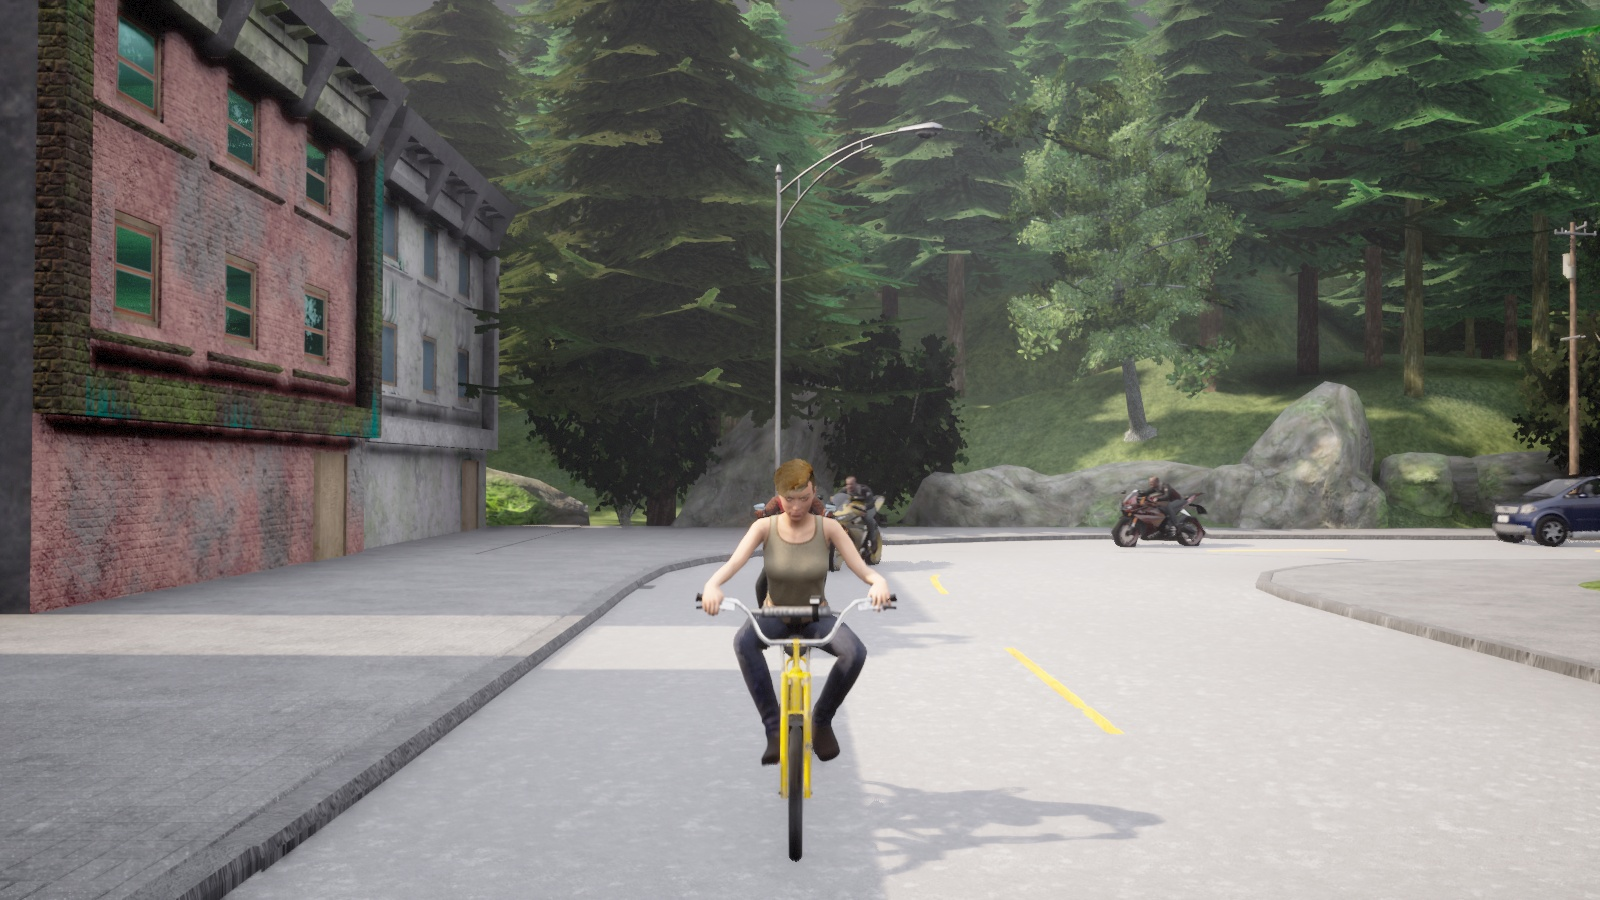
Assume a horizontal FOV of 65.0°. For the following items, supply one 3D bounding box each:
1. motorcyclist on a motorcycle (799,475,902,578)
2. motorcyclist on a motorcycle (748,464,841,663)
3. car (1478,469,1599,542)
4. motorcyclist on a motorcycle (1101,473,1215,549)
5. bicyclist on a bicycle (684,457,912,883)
[{"bbox_3d":[0.851,1.186,20.191,0.866,1.530,2.191,0,0,25],"label":"motorcyclist on a motorcycle"},{"bbox_3d":[-0.040,0.959,11.615,0.766,1.649,2.350,0,-1,0],"label":"motorcyclist on a motorcycle"},{"bbox_3d":[17.199,1.185,27.499,3.705,1.549,1.789,0,-1,0],"label":"car"},{"bbox_3d":[7.534,1.264,26.420,2.191,1.530,0.866,0,-1,-18],"label":"motorcyclist on a motorcycle"},{"bbox_3d":[-0.011,0.846,5.565,0.866,1.612,1.509,0,0,0],"label":"bicyclist on a bicycle"}]
